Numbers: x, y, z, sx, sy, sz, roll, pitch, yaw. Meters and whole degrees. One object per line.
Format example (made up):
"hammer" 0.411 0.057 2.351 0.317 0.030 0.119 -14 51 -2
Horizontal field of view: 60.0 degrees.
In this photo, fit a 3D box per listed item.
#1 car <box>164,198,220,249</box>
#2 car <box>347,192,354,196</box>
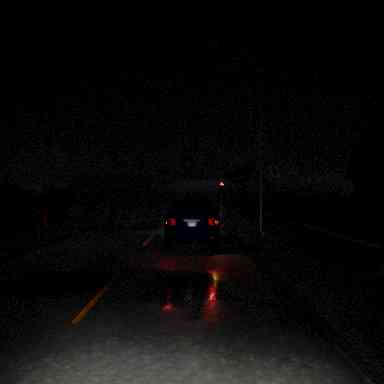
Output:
"car" 0.000 1.256 14.680 2.150 2.045 5.566 0 0 0
"car" 38.004 0.972 78.375 1.905 1.878 3.866 0 0 0
